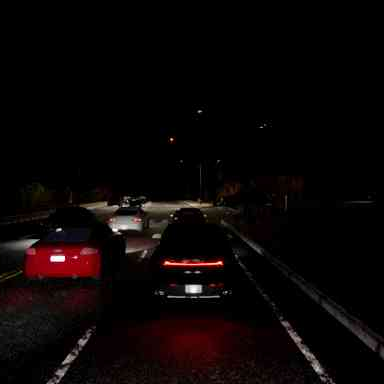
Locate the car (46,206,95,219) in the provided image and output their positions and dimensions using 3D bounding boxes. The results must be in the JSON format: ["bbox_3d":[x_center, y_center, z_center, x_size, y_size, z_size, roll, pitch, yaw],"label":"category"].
[{"bbox_3d":[-6.666,1.539,18.356,1.812,1.442,4.674,0,0,1],"label":"car"}]

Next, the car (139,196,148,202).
[{"bbox_3d":[-11.796,1.731,81.193,2.128,1.511,4.902,0,0,-7],"label":"car"}]

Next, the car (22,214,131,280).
[{"bbox_3d":[-3.259,1.570,9.978,1.994,1.385,4.181,0,0,-1],"label":"car"}]

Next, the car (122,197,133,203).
[{"bbox_3d":[-13.901,1.714,71.708,1.994,1.385,4.181,0,0,-7],"label":"car"}]

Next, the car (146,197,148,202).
[{"bbox_3d":[-9.588,1.684,61.081,1.994,1.385,4.181,0,0,-5],"label":"car"}]

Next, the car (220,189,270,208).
[{"bbox_3d":[6.028,0.715,37.927,5.566,2.045,2.150,-3,0,-5],"label":"car"}]

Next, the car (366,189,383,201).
[{"bbox_3d":[22.839,0.254,38.815,4.674,1.442,1.812,-3,0,-3],"label":"car"}]

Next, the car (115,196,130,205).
[{"bbox_3d":[-12.928,1.614,61.982,2.128,1.511,4.902,0,0,-5],"label":"car"}]

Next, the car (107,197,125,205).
[{"bbox_3d":[-12.128,1.615,52.893,1.812,1.442,4.674,0,0,-5],"label":"car"}]

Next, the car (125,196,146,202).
[{"bbox_3d":[-8.811,1.578,52.228,2.128,1.511,4.902,0,0,-5],"label":"car"}]

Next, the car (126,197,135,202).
[{"bbox_3d":[-15.171,1.806,81.953,1.895,1.301,4.718,0,0,-8],"label":"car"}]

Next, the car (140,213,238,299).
[{"bbox_3d":[0.013,1.509,8.446,1.837,1.490,4.892,0,0,0],"label":"car"}]

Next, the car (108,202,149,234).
[{"bbox_3d":[-3.479,1.540,18.722,1.812,1.442,4.674,0,0,-3],"label":"car"}]

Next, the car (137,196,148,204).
[{"bbox_3d":[-10.556,1.684,71.054,2.128,1.511,4.902,0,0,-6],"label":"car"}]

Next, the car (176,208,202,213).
[{"bbox_3d":[-0.179,1.561,17.853,2.033,1.411,5.357,0,0,-2],"label":"car"}]
